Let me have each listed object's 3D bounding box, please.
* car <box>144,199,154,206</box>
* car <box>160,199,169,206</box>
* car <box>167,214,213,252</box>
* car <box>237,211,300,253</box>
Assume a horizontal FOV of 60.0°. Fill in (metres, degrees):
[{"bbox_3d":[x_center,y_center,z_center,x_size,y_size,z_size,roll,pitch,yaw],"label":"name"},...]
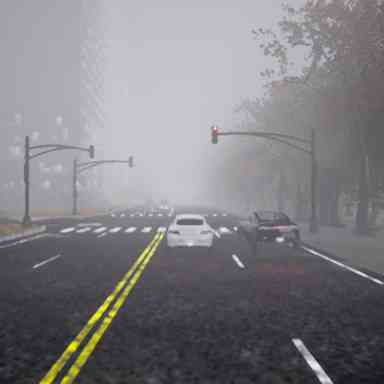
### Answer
[{"bbox_3d":[-9.145,2.223,70.941,1.812,1.442,4.674,0,-1,-4],"label":"car"},{"bbox_3d":[-5.906,2.226,71.211,2.128,1.511,4.902,0,-1,-4],"label":"car"},{"bbox_3d":[-0.093,1.663,14.430,1.812,1.442,4.674,0,0,-1],"label":"car"},{"bbox_3d":[3.139,1.589,14.401,2.128,1.511,4.902,-2,-2,-1],"label":"car"}]
